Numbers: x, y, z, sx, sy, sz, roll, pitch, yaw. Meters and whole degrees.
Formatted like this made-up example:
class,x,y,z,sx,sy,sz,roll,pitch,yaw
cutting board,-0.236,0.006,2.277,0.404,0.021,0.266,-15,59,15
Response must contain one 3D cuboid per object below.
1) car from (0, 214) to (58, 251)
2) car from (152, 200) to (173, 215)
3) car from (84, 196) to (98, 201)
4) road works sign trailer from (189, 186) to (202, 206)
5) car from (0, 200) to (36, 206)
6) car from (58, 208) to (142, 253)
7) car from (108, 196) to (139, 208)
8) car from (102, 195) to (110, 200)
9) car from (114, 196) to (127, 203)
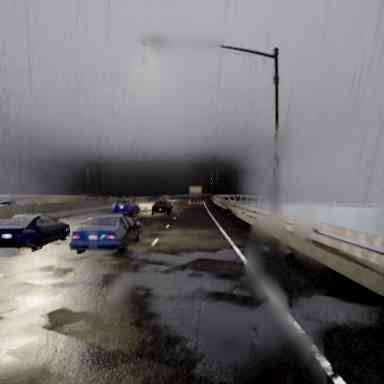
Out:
class,x,y,z,sx,sy,sz,roll,pitch,yaw
car,-6.854,1.617,14.371,1.994,1.385,4.181,0,0,0
car,-3.152,1.609,35.792,1.882,1.535,5.008,0,0,1
car,-23.408,1.624,77.215,2.033,1.411,5.357,0,0,2
road works sign trailer,0.643,0.676,58.980,2.380,3.560,2.880,0,0,1
car,-17.375,1.672,34.160,2.033,1.411,5.357,0,0,1
car,-3.359,1.599,13.818,2.033,1.411,5.357,0,0,0
car,-6.677,1.476,33.823,2.097,1.767,4.553,0,0,1
car,-19.870,1.546,78.515,1.882,1.535,5.008,0,0,2
car,-16.422,1.647,76.603,1.812,1.442,4.674,0,0,2
